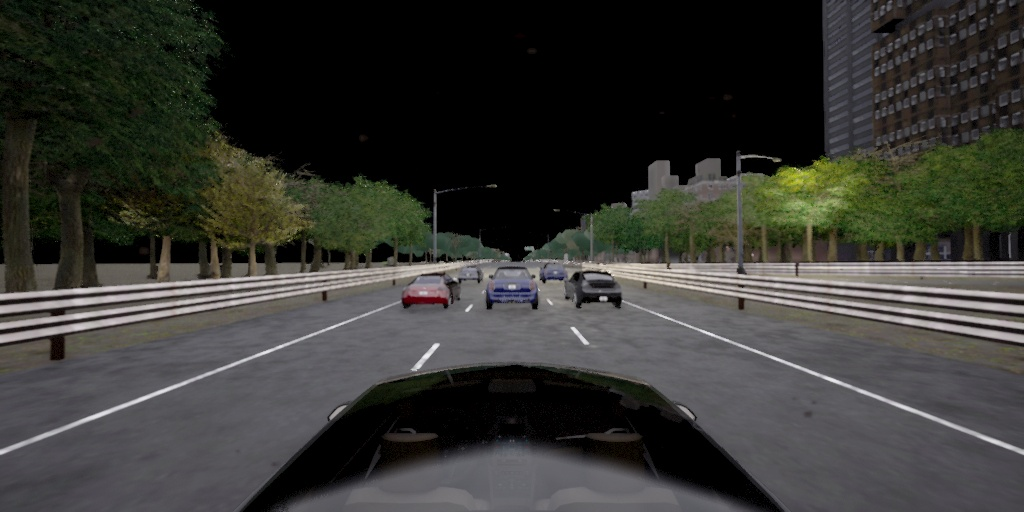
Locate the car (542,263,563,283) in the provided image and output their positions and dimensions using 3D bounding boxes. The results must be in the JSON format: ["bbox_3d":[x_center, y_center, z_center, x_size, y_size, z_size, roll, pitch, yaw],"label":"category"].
[{"bbox_3d":[3.518,1.373,30.925,2.097,1.767,4.553,0,-1,0],"label":"car"}]

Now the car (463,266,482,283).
[{"bbox_3d":[-3.484,1.570,30.839,2.033,1.411,5.357,0,0,0],"label":"car"}]

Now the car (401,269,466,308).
[{"bbox_3d":[-3.488,1.452,16.147,1.994,1.385,4.181,0,0,0],"label":"car"}]

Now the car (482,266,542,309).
[{"bbox_3d":[0.011,1.236,15.926,2.097,1.767,4.553,0,-1,0],"label":"car"}]

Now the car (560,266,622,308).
[{"bbox_3d":[3.512,1.396,16.151,1.837,1.490,4.892,0,0,0],"label":"car"}]
